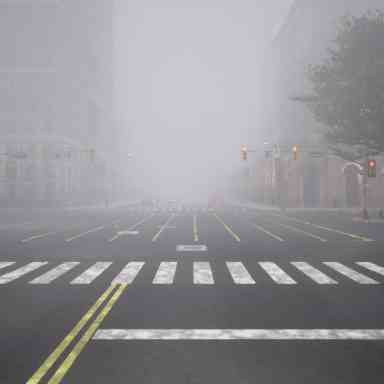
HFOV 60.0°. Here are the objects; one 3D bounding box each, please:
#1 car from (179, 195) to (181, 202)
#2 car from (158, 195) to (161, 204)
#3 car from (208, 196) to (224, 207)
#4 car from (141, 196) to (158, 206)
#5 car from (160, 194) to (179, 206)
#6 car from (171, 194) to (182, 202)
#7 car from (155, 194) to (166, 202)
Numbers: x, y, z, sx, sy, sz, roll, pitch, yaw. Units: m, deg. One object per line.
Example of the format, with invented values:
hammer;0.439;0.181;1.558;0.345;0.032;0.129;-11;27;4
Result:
car;-3.619;1.601;65.098;1.895;1.301;4.718;0;0;1
car;-7.130;1.478;64.526;1.882;1.535;5.008;0;0;1
car;3.517;1.352;49.965;2.097;1.767;4.553;0;0;-1
car;-7.183;1.505;55.182;1.837;1.490;4.892;0;0;0
car;-3.683;1.478;55.423;1.882;1.535;5.008;0;0;0
car;-3.493;1.355;75.053;2.097;1.767;4.553;0;0;0
car;-6.995;1.355;74.800;2.097;1.767;4.553;0;0;0
